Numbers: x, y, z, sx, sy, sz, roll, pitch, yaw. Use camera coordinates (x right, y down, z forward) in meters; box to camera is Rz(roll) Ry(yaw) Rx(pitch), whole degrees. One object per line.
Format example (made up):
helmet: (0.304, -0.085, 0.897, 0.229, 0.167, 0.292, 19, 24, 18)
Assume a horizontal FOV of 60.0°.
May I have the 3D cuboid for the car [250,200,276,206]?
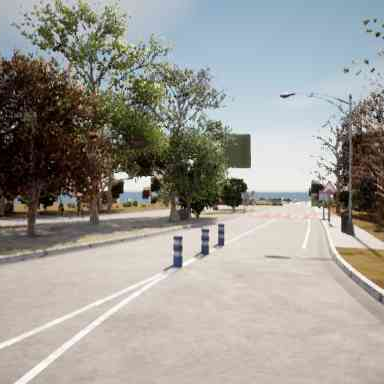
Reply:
car: (19.845, 3.260, 93.064, 5.366, 1.575, 1.946, 0, -3, 19)
